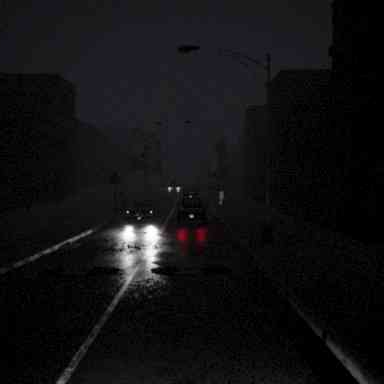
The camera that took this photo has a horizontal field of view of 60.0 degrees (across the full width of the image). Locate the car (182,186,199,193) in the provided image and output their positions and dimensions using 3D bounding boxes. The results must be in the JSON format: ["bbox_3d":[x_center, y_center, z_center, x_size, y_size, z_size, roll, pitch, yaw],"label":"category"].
[{"bbox_3d":[-0.159,0.081,40.114,1.837,1.490,4.892,0,4,0],"label":"car"}]

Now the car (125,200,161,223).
[{"bbox_3d":[-3.246,1.228,22.598,1.895,1.301,4.718,0,2,0],"label":"car"}]

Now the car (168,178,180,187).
[{"bbox_3d":[-3.441,-1.849,63.838,2.097,1.767,4.553,0,4,0],"label":"car"}]

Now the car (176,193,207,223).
[{"bbox_3d":[-0.043,1.135,22.101,2.128,1.511,4.902,0,2,0],"label":"car"}]
